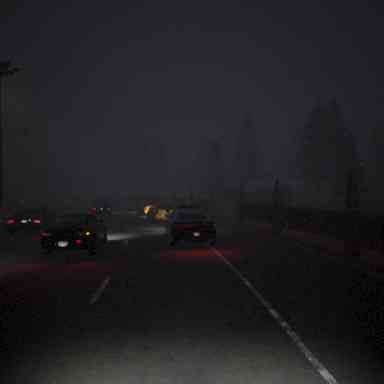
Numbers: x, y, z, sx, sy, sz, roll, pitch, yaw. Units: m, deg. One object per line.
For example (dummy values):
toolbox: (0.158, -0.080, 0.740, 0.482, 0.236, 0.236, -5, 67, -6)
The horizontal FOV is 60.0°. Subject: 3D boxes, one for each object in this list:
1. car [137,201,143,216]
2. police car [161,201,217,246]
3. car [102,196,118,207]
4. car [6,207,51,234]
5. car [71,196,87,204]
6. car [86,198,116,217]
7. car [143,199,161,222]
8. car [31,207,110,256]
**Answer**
car: (-4.252, 1.456, 32.588, 1.801, 1.575, 5.366, 0, 0, -18)
police car: (-0.207, 1.422, 15.448, 1.930, 1.638, 5.238, 0, 0, -9)
car: (-12.822, 1.366, 50.518, 2.097, 1.767, 4.553, 0, 0, -28)
car: (-9.103, 1.562, 19.458, 2.033, 1.411, 5.357, 0, 0, -12)
car: (-22.027, 1.493, 64.779, 1.882, 1.535, 5.008, 0, 0, -40)
car: (-8.703, 1.558, 31.522, 2.033, 1.411, 5.357, 0, 0, -18)
car: (-2.424, 1.454, 26.267, 1.801, 1.575, 5.366, 0, 0, -14)
car: (-4.549, 1.532, 13.202, 1.812, 1.442, 4.674, 0, 0, -8)
